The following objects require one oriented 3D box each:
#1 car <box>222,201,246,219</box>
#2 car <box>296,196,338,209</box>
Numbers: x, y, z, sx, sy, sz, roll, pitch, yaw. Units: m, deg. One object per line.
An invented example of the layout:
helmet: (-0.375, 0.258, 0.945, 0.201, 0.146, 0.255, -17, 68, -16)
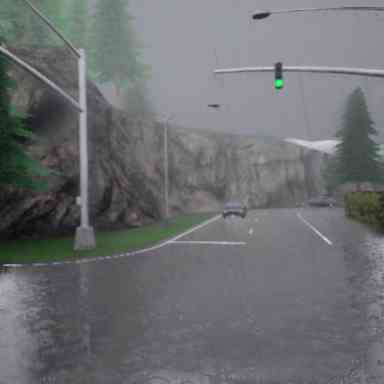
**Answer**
car: (3.771, 1.516, 29.132, 2.033, 1.411, 5.357, -1, 0, 12)
car: (14.993, 1.267, 39.964, 4.902, 1.511, 2.128, -1, 0, -5)
